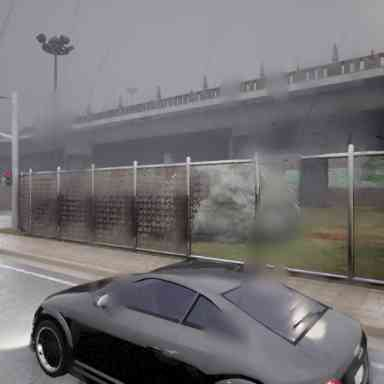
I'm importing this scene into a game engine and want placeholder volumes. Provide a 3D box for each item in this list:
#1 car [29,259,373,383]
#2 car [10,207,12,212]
[{"bbox_3d":[-0.155,1.564,4.101,4.181,1.385,1.994,0,0,36],"label":"car"},{"bbox_3d":[-15.518,1.272,34.204,2.150,2.045,5.566,0,1,35],"label":"car"}]
